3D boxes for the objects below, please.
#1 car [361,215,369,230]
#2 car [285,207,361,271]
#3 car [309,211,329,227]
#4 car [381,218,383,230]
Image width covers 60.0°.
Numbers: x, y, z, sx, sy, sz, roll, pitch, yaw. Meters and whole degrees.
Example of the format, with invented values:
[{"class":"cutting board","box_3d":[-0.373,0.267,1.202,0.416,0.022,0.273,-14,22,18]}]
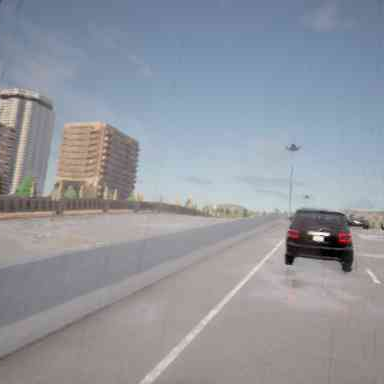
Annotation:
[{"class":"car","box_3d":[16.662,3.004,33.780,1.994,1.385,4.181,3,-3,21]},{"class":"car","box_3d":[4.934,1.625,12.949,2.150,2.045,5.566,3,-1,21]},{"class":"car","box_3d":[13.374,2.811,34.962,1.812,1.442,4.674,3,-3,21]},{"class":"car","box_3d":[19.742,2.905,32.022,2.097,1.767,4.553,3,-3,21]}]
